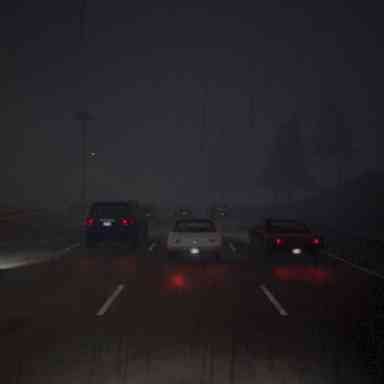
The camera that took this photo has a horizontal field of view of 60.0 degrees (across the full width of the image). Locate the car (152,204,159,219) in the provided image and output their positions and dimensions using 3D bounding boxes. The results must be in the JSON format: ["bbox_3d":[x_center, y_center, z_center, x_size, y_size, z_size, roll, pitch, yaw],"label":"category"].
[{"bbox_3d":[-4.361,1.874,32.910,1.837,1.490,4.892,0,0,-6],"label":"car"}]

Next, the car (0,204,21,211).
[{"bbox_3d":[-18.709,1.937,33.453,1.994,1.385,4.181,0,-1,-7],"label":"car"}]

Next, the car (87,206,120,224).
[{"bbox_3d":[-7.483,1.921,28.625,1.895,1.301,4.718,0,-1,-4],"label":"car"}]

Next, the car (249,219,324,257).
[{"bbox_3d":[3.579,1.754,13.638,1.895,1.301,4.718,0,-1,-1],"label":"car"}]

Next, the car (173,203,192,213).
[{"bbox_3d":[-1.022,1.913,34.671,1.812,1.442,4.674,0,0,-6],"label":"car"}]

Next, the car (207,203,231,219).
[{"bbox_3d":[2.622,1.865,33.323,2.128,1.511,4.902,0,-1,-6],"label":"car"}]

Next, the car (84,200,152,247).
[{"bbox_3d":[-3.442,1.402,16.013,2.150,2.045,5.566,0,0,-1],"label":"car"}]

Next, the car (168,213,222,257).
[{"bbox_3d":[0.079,1.754,13.640,1.895,1.301,4.718,0,-1,0],"label":"car"}]
